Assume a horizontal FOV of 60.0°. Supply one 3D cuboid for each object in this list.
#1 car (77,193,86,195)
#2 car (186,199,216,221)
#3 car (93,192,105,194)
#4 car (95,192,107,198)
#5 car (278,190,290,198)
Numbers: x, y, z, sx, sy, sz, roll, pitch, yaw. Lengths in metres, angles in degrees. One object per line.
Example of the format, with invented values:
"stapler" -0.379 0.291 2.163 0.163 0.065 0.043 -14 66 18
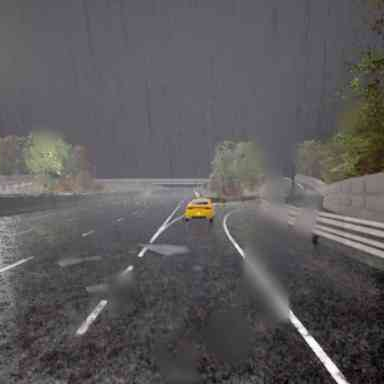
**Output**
"car" -24.464 0.912 73.288 1.895 1.301 4.718 0 0 0
"car" 0.737 1.246 24.575 1.882 1.535 5.008 0 0 7
"car" -20.964 0.856 73.316 2.033 1.411 5.357 0 0 0
"car" -24.456 0.703 89.566 2.128 1.511 4.902 0 0 0
"car" 22.867 1.041 83.985 1.812 1.442 4.674 0 3 21
